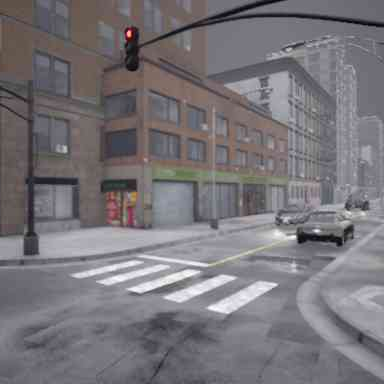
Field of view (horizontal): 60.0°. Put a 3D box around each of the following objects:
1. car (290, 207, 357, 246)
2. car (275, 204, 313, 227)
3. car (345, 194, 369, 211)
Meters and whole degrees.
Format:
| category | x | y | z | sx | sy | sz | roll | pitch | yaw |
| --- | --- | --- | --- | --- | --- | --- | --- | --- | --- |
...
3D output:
| category | x | y | z | sx | sy | sz | roll | pitch | yaw |
| --- | --- | --- | --- | --- | --- | --- | --- | --- | --- |
| car | 6.346 | 1.611 | 15.671 | 1.994 | 1.385 | 4.181 | 0 | 0 | 33 |
| car | 7.255 | 1.562 | 22.794 | 2.128 | 1.511 | 4.902 | 0 | 0 | 35 |
| car | 21.389 | 1.322 | 42.909 | 2.150 | 2.045 | 5.566 | 0 | -1 | 35 |
